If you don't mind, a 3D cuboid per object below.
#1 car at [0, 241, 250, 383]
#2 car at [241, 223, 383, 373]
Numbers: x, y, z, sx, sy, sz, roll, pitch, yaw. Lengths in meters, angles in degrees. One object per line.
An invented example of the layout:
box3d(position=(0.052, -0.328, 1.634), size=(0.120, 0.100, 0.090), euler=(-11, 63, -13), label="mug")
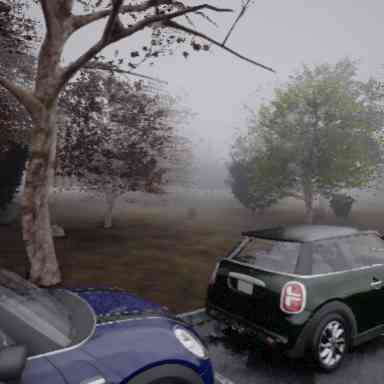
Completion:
box3d(position=(-2.006, 1.354, 2.628), size=(4.553, 1.767, 2.185), euler=(0, 0, -33), label="car")
box3d(position=(2.530, 1.368, 5.862), size=(4.553, 1.767, 2.185), euler=(0, 0, -33), label="car")
